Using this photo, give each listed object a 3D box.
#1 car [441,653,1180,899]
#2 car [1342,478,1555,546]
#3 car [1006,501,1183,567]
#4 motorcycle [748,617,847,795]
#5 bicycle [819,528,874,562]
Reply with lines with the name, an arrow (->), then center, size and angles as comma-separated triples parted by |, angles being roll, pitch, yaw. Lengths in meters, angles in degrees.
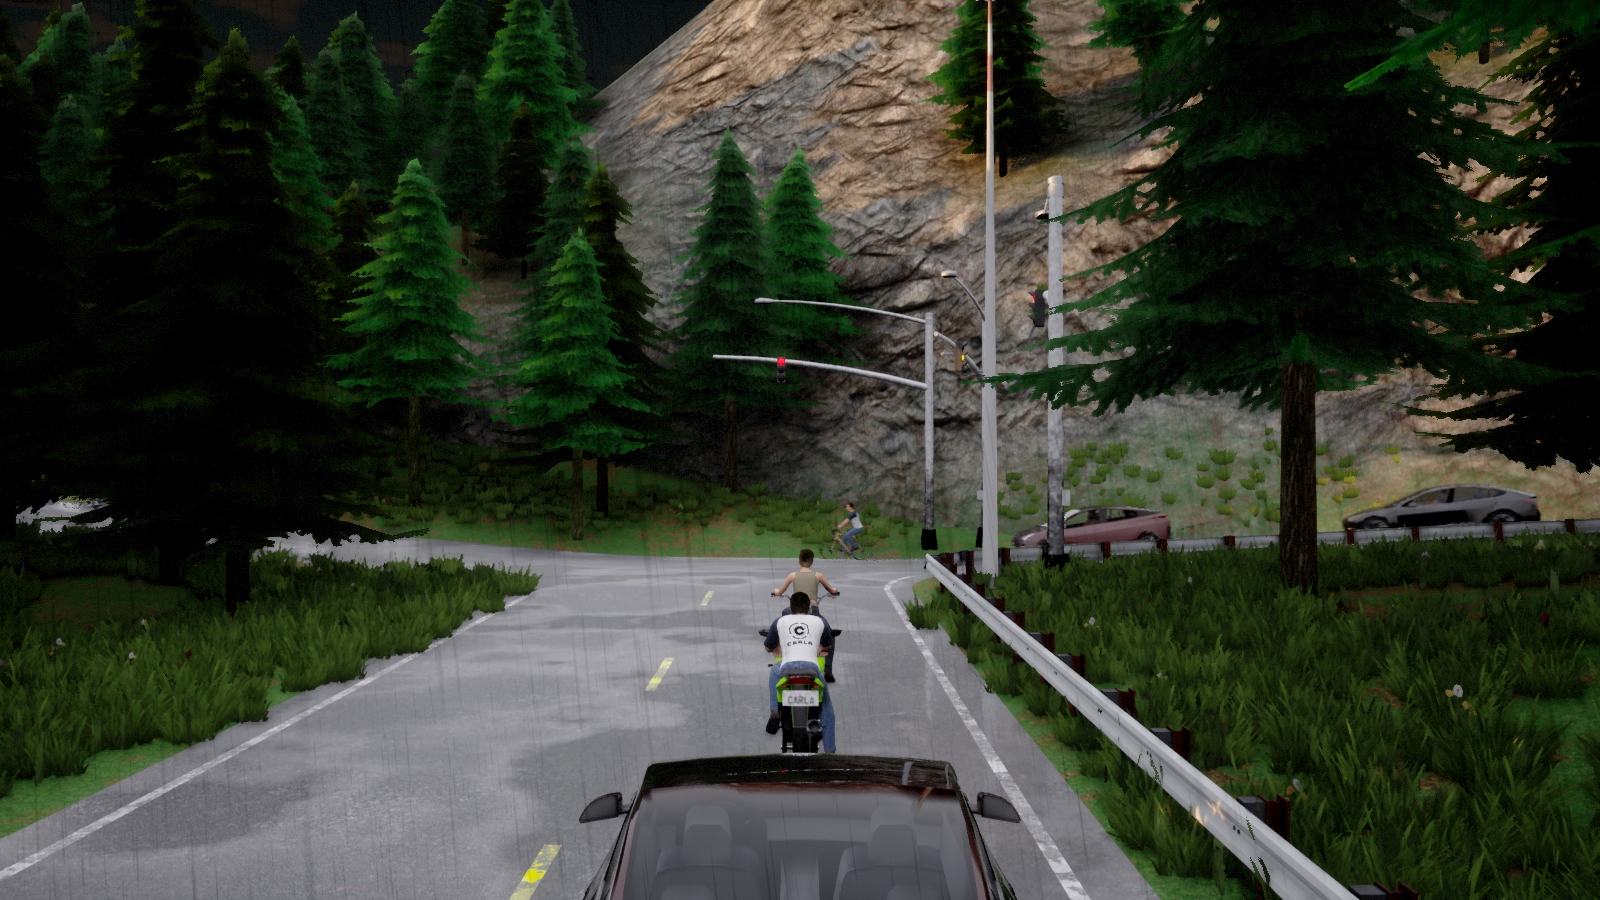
car -> 0.029, 2.063, 5.012 | 2.163, 1.488, 4.792 | 0, 0, 0
car -> 17.672, 1.714, 31.474 | 4.792, 1.488, 2.163 | -5, -2, 23
car -> 8.493, 2.411, 33.284 | 4.514, 1.525, 2.007 | -4, -2, -1
motorcycle -> -0.020, 2.213, 10.238 | 0.803, 1.145, 2.033 | 0, 0, 0
bicycle -> 1.436, 2.922, 35.279 | 1.643, 1.024, 0.373 | 1, -2, -3
